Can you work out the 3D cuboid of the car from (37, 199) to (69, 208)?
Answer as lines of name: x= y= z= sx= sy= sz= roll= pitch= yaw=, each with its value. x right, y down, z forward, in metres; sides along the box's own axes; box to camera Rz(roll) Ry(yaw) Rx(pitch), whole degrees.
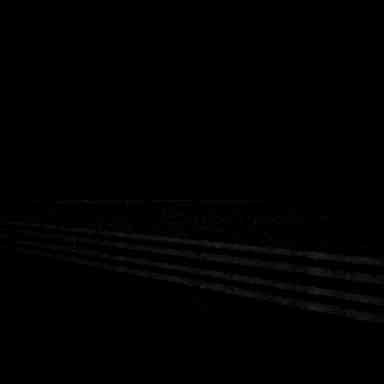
car: x=-22.367 y=1.821 z=53.087 sx=5.357 sy=1.411 sz=2.033 roll=0 pitch=0 yaw=8
